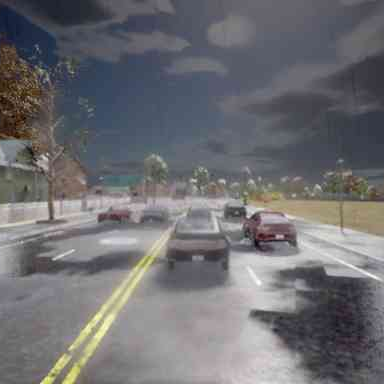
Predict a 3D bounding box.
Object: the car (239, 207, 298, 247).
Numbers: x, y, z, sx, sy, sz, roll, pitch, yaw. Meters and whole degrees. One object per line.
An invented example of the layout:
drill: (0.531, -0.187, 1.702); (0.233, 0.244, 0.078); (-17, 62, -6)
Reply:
car: (3.533, 1.625, 15.497); (1.812, 1.442, 4.674); (0, 0, 1)

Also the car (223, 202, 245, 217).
car: (4.002, 1.685, 31.409); (1.882, 1.535, 5.008); (0, 0, 2)

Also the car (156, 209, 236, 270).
car: (0.203, 1.565, 11.302); (2.128, 1.511, 4.902); (0, 0, 1)

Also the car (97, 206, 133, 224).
car: (-6.129, 1.781, 26.841); (1.895, 1.301, 4.718); (0, 0, 2)

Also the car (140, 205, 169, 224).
car: (-2.879, 1.727, 26.832); (2.033, 1.411, 5.357); (0, 0, 2)

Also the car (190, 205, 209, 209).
car: (0.613, 1.787, 28.010); (1.895, 1.301, 4.718); (0, 0, 2)
